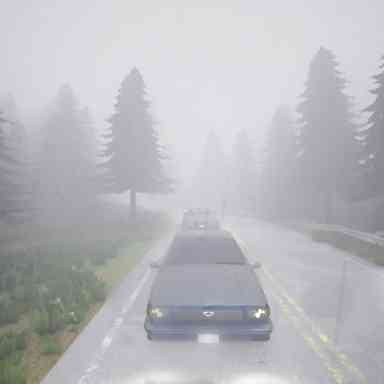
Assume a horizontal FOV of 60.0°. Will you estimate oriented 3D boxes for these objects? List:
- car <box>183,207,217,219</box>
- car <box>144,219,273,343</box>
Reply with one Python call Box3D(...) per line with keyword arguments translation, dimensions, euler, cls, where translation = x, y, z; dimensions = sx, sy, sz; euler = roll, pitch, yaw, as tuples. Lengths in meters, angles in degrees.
Box3D(translation=(0.438, 1.584, 19.156), dimensions=(1.994, 1.385, 4.181), euler=(0, 0, -2), cls="car")
Box3D(translation=(0.266, 1.557, 7.071), dimensions=(2.033, 1.411, 5.357), euler=(0, 0, 1), cls="car")
